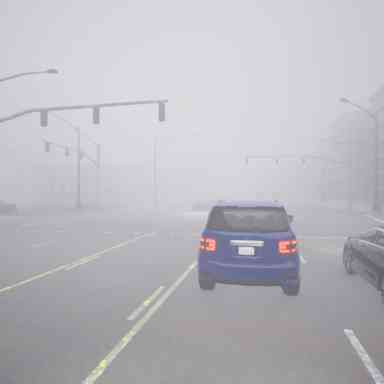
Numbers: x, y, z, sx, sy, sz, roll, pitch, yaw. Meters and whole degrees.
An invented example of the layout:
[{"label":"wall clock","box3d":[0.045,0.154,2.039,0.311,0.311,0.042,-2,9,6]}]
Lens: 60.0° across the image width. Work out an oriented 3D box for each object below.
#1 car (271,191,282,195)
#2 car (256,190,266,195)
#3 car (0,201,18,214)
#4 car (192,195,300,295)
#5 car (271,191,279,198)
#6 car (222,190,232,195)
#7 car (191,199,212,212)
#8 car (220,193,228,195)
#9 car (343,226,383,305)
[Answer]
[{"label":"car","box3d":[19.059,0.707,74.747,2.097,1.767,4.553,0,1,11]},{"label":"car","box3d":[15.636,0.904,75.482,1.994,1.385,4.181,0,1,11]},{"label":"car","box3d":[-20.374,1.547,33.509,5.357,1.411,2.033,0,0,10]},{"label":"car","box3d":[1.562,1.221,9.002,2.150,2.045,5.566,0,0,11]},{"label":"car","box3d":[21.057,0.609,84.593,1.837,1.490,4.892,0,1,11]},{"label":"car","box3d":[7.225,0.722,69.233,2.150,2.045,5.566,0,1,11]},{"label":"car","box3d":[1.246,1.541,39.828,1.895,1.301,4.718,0,0,10]},{"label":"car","box3d":[4.274,1.296,55.081,2.033,1.411,5.357,0,1,13]},{"label":"car","box3d":[4.822,1.492,7.464,2.128,1.511,4.902,0,0,11]}]
